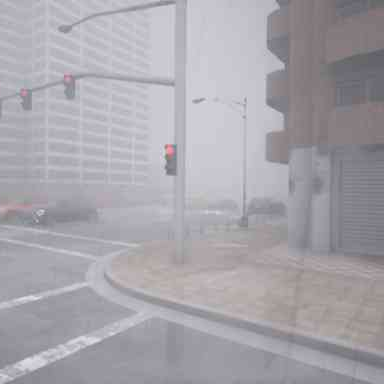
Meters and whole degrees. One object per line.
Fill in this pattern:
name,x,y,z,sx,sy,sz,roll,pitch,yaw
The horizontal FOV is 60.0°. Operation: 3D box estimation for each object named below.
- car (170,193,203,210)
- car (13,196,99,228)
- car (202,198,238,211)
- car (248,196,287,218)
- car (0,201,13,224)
car,0.073,1.234,38.344,1.882,1.535,5.008,1,0,36
car,-8.119,1.148,20.666,2.097,1.767,4.553,1,0,34
car,3.377,1.359,36.949,1.994,1.385,4.181,1,0,36
car,6.682,1.226,29.214,2.097,1.767,4.553,1,0,35
car,-11.212,1.108,22.477,2.097,1.767,4.553,1,0,35
